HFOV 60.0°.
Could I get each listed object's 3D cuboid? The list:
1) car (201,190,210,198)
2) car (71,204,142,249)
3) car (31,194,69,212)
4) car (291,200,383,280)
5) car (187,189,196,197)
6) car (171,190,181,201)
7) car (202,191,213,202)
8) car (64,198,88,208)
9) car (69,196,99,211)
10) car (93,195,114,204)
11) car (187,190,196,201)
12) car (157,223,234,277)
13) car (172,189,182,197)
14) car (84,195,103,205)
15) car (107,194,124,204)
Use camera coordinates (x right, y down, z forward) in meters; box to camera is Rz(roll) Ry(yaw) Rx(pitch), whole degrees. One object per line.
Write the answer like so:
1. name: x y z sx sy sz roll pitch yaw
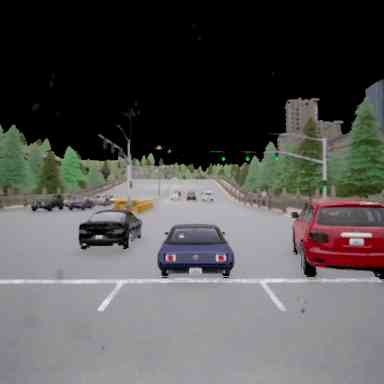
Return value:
1. car: 3.337 0.461 81.752 1.895 1.301 4.718 0 7 0
2. car: -3.402 1.498 14.652 1.882 1.535 5.008 0 0 0
3. car: -17.603 1.278 40.942 2.150 2.045 5.566 0 0 0
4. car: 4.398 1.237 10.291 2.150 2.045 5.566 0 0 13
5. car: -0.169 0.278 82.847 2.128 1.511 4.902 0 7 0
6. car: -3.612 1.104 72.605 1.812 1.442 4.674 0 4 0
7. car: 3.395 0.893 71.292 2.150 2.045 5.566 0 3 0
8. car: -17.580 1.671 50.707 1.895 1.301 4.718 0 0 0
9. car: -14.097 1.606 42.707 2.033 1.411 5.357 0 0 0
10. car: -14.077 1.598 52.111 1.812 1.442 4.674 0 0 0
11. car: -0.113 0.934 72.656 2.097 1.767 4.553 0 4 0
12. car: 0.096 1.615 10.230 1.895 1.301 4.718 0 0 0
13. car: -3.669 0.278 82.827 2.128 1.511 4.902 0 7 0
14. car: -17.540 1.409 59.483 2.097 1.767 4.553 0 1 0
15. car: -14.055 1.490 62.296 1.882 1.535 5.008 0 1 0
